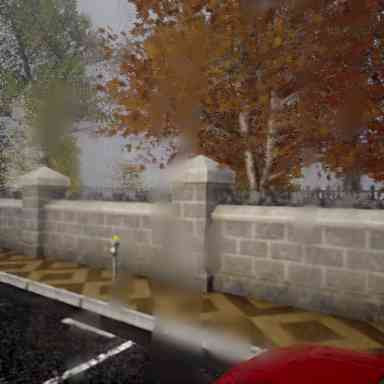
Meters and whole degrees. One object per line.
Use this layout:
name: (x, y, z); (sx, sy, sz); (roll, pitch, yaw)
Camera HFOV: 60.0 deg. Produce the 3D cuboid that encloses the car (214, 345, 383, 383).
car: (2.045, 1.547, 1.436); (4.507, 1.381, 1.887); (0, 0, 36)
